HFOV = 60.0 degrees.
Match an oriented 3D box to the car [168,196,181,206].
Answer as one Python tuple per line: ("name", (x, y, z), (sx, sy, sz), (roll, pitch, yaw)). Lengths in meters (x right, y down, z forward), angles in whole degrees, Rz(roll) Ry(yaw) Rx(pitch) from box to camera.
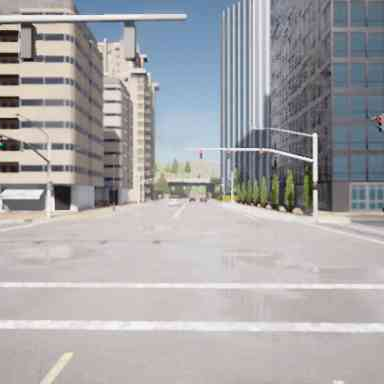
("car", (-3.434, 1.797, 66.379), (2.150, 2.045, 5.566), (0, 0, 0))
